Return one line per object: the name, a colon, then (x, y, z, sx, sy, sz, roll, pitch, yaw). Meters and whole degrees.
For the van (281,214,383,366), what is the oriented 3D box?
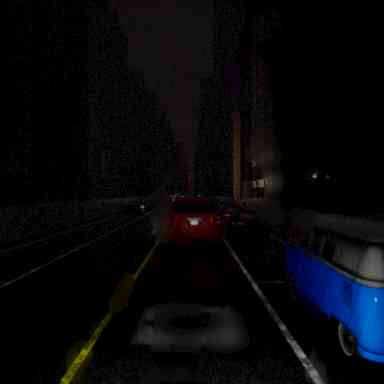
van: (2.761, 1.336, 5.592, 1.690, 1.788, 3.998, 0, 0, 0)

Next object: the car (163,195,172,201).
car: (-5.786, 1.507, 79.393, 1.887, 1.381, 4.507, 0, 0, 0)

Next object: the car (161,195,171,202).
car: (-5.785, 1.487, 73.546, 1.752, 1.417, 4.829, 0, 0, 0)

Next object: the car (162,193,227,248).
car: (0.088, 1.209, 14.769, 2.150, 2.045, 5.566, 0, 0, 0)

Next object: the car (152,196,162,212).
car: (-3.107, 1.502, 37.661, 1.812, 1.442, 4.674, 0, 0, 0)

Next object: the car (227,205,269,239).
car: (2.757, 1.569, 16.946, 1.802, 1.307, 4.206, 0, 0, 0)

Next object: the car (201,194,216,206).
car: (2.746, 1.282, 56.689, 2.192, 1.841, 5.009, 0, 0, 0)

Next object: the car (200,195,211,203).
car: (2.742, 1.403, 68.046, 1.967, 1.590, 4.097, 0, 0, 0)

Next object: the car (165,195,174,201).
car: (-5.788, 1.529, 85.071, 1.947, 1.339, 4.313, 0, 0, 0)

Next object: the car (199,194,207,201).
car: (2.737, 1.403, 85.078, 1.967, 1.590, 4.097, 0, 0, 0)

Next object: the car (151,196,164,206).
car: (-5.779, 1.492, 56.513, 1.752, 1.417, 4.829, 0, 0, 0)

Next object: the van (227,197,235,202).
van: (2.754, 1.322, 28.302, 1.690, 1.788, 3.998, 0, 0, 0)

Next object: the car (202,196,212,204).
car: (2.744, 1.490, 62.538, 1.752, 1.417, 4.829, 0, 0, 0)

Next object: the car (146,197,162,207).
car: (-5.778, 1.535, 51.007, 1.947, 1.339, 4.313, 0, 0, 0)

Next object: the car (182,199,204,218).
car: (0.084, 1.485, 31.267, 1.837, 1.490, 4.892, 0, 0, 0)

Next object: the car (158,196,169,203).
car: (-5.783, 1.507, 68.039, 1.887, 1.381, 4.507, 0, 0, 0)

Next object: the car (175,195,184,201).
car: (-3.023, 1.302, 78.842, 1.994, 1.385, 4.181, 0, 0, 0)

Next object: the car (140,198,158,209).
car: (-5.776, 1.497, 45.159, 1.752, 1.417, 4.829, 0, 0, 0)

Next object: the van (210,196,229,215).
van: (2.752, 1.319, 33.980, 1.690, 1.788, 3.998, 0, 0, 0)

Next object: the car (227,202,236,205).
car: (2.756, 1.566, 22.624, 1.802, 1.307, 4.206, 0, 0, 0)

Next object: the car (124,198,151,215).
car: (-5.773, 1.529, 33.974, 2.008, 1.369, 4.403, 0, 0, 0)

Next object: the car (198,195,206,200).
car: (2.735, 1.530, 90.756, 1.947, 1.339, 4.313, 0, 0, 0)
